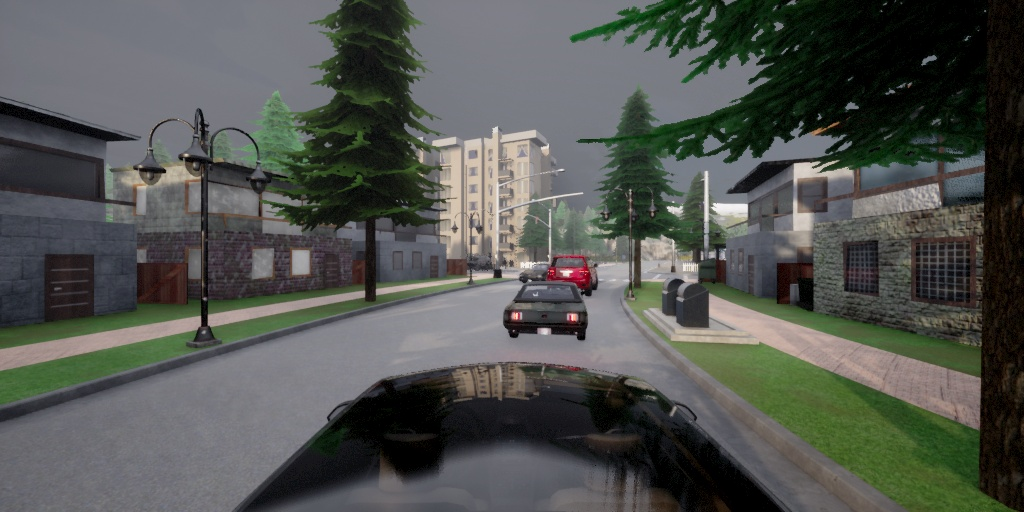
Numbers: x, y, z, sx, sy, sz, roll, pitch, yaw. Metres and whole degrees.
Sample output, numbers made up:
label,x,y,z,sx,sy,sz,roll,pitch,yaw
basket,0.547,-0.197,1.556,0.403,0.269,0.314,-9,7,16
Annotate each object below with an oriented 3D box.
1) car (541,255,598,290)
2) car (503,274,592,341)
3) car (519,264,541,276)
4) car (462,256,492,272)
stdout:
label,x,y,z,sx,sy,sz,roll,pitch,yaw
car,3.376,0.971,19.486,2.150,2.045,5.566,0,0,18
car,1.074,1.351,9.992,1.895,1.301,4.718,0,0,9
car,2.268,1.297,26.933,2.033,1.411,5.357,0,0,24
car,-5.282,0.990,46.278,5.566,2.045,2.150,0,0,27
